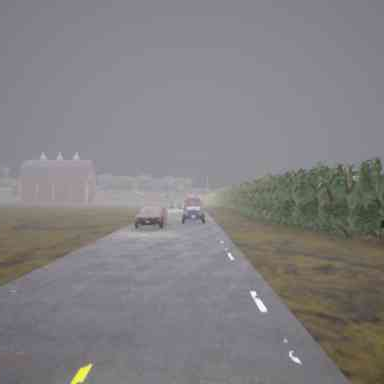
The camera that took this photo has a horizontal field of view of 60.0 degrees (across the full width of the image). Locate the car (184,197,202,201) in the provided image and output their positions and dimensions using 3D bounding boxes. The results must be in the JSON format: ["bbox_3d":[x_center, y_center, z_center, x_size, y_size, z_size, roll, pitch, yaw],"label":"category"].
[{"bbox_3d":[0.148,1.666,42.872,2.150,2.045,5.566,0,-1,0],"label":"car"}]

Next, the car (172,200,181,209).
[{"bbox_3d":[-2.709,2.150,56.596,2.128,1.511,4.902,0,-1,1],"label":"car"}]

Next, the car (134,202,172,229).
[{"bbox_3d":[-2.751,1.647,23.292,1.882,1.535,5.008,0,-1,1],"label":"car"}]

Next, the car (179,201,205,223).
[{"bbox_3d":[0.123,1.750,27.846,1.812,1.442,4.674,0,-1,0],"label":"car"}]
